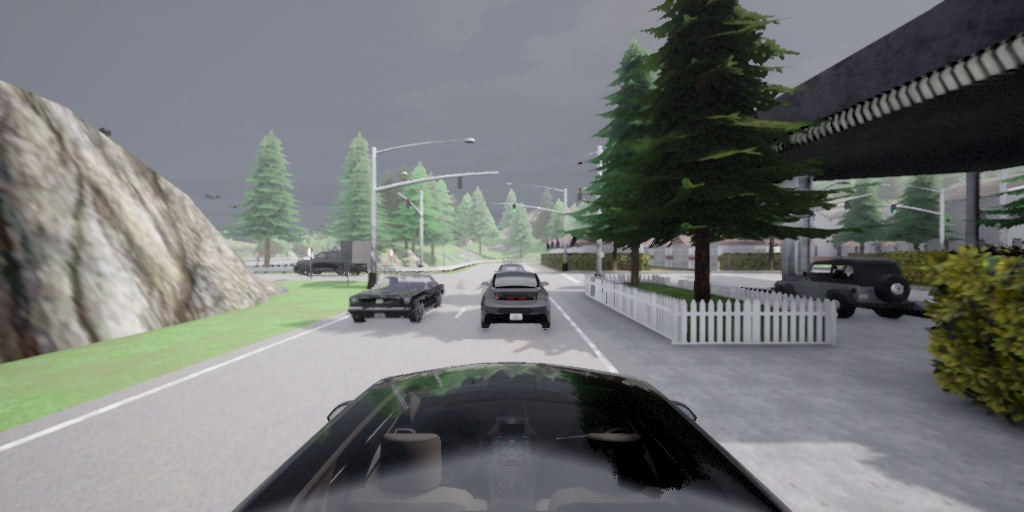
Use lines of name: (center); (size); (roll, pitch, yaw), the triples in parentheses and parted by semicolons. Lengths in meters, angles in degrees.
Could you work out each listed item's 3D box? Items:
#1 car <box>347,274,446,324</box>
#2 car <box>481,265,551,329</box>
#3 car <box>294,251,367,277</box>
car: (-3.544, 1.286, 11.846); (1.895, 1.301, 4.718); (0, 0, 0)
car: (0.099, 1.195, 10.965); (1.837, 1.490, 4.892); (0, 0, 0)
car: (-14.909, 0.602, 29.603); (5.566, 2.045, 2.150); (0, 0, 4)
